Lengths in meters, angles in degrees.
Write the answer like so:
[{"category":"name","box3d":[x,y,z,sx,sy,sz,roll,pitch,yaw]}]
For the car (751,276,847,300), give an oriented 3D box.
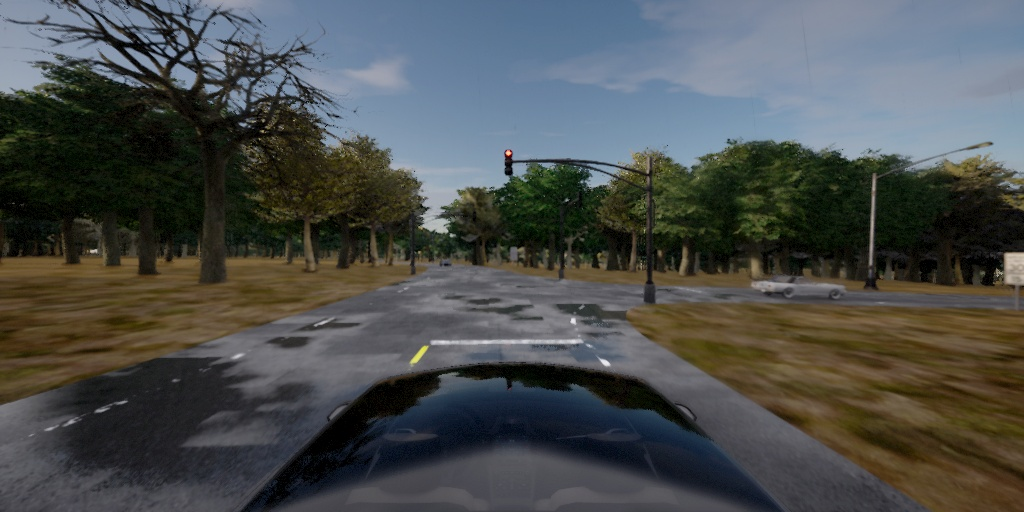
[{"category":"car","box3d":[17.493,1.893,21.916,4.718,1.301,1.895,2,0,-3]}]
